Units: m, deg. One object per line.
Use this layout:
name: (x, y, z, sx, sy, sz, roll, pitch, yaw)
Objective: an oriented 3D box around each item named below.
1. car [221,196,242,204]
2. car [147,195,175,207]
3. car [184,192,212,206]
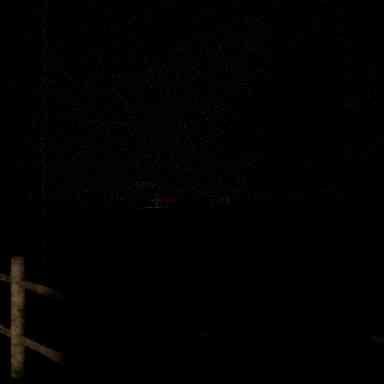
car: (7.245, 1.400, 60.923, 2.033, 1.411, 5.357, -3, -2, 36)
car: (-4.563, 1.291, 49.360, 2.097, 1.767, 4.553, -3, -2, 36)
car: (0.977, 1.064, 52.157, 2.150, 2.045, 5.566, -3, -1, 36)
